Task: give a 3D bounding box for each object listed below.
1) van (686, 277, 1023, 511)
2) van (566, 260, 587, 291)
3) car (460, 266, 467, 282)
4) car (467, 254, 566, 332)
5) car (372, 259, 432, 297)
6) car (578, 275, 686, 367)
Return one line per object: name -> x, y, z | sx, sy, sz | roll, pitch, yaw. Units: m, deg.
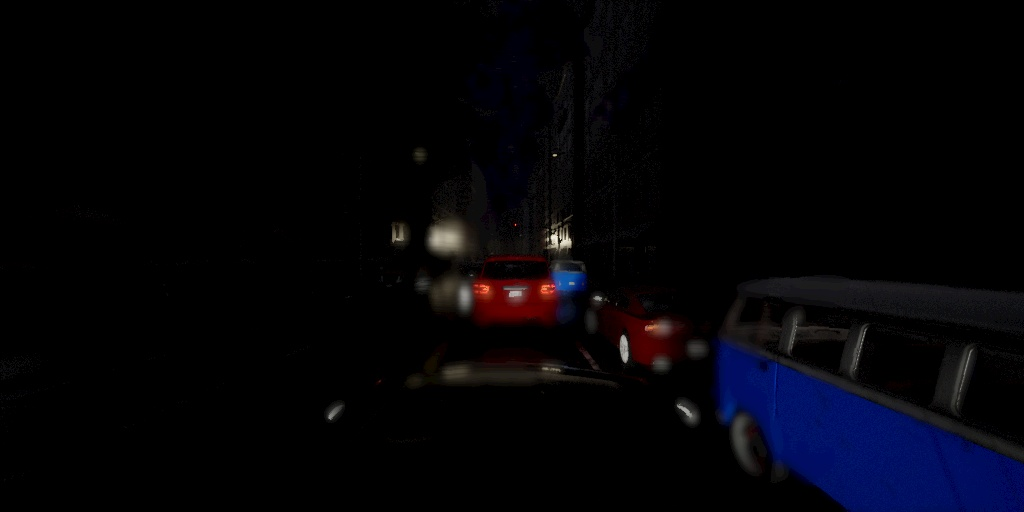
van -> 2.856, 1.091, 2.089 | 1.690, 1.789, 3.998 | 0, 0, 0
van -> 2.881, 1.086, 19.071 | 1.690, 1.789, 3.998 | 0, 0, 0
car -> -2.968, 1.303, 28.918 | 1.994, 1.385, 4.181 | 0, 0, 0
car -> 0.114, 0.970, 10.972 | 2.150, 2.045, 5.566 | 0, 0, 0
car -> -5.644, 1.060, 19.043 | 2.192, 1.841, 5.009 | 0, 0, 0
car -> 2.864, 1.294, 7.750 | 1.888, 1.381, 4.507 | 0, 0, 0
